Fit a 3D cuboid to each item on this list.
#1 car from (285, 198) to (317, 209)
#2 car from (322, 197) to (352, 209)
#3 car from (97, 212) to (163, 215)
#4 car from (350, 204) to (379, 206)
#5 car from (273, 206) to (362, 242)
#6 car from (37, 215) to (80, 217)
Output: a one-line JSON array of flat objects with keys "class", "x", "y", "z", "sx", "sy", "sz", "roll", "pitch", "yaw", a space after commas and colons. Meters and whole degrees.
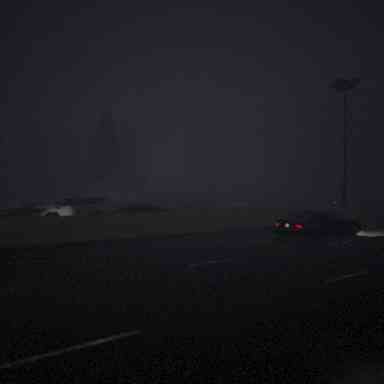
[{"class": "car", "x": 16.480, "y": 1.687, "z": 50.080, "sx": 5.008, "sy": 1.535, "sz": 1.882, "roll": 0, "pitch": 0, "yaw": -35}, {"class": "car", "x": 21.574, "y": 1.579, "z": 49.391, "sx": 4.553, "sy": 1.767, "sz": 2.097, "roll": 0, "pitch": 0, "yaw": -35}, {"class": "car", "x": -3.930, "y": 1.553, "z": 22.674, "sx": 4.892, "sy": 1.490, "sz": 1.837, "roll": 0, "pitch": 0, "yaw": -35}, {"class": "car", "x": 24.818, "y": 1.760, "z": 47.420, "sx": 4.674, "sy": 1.442, "sz": 1.812, "roll": 0, "pitch": 0, "yaw": -35}, {"class": "car", "x": 6.486, "y": 1.622, "z": 16.970, "sx": 5.357, "sy": 1.411, "sz": 2.033, "roll": 0, "pitch": 0, "yaw": -35}, {"class": "car", "x": -8.376, "y": 1.260, "z": 23.808, "sx": 5.566, "sy": 2.045, "sz": 2.150, "roll": 1, "pitch": 0, "yaw": -35}]
